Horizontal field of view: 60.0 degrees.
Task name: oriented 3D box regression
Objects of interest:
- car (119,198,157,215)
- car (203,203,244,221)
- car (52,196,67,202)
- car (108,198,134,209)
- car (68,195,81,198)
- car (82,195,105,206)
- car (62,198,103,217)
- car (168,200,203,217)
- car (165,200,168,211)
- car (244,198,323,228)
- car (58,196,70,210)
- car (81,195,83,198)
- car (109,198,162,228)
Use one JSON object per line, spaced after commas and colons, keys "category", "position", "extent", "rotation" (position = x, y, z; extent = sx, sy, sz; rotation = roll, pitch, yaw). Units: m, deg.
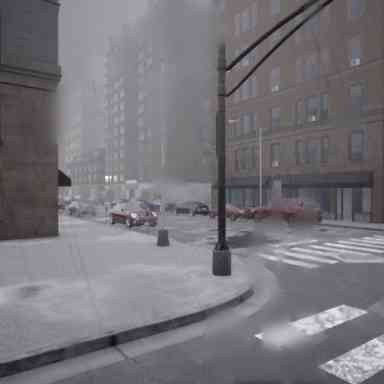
{"category": "car", "position": [-5.685, 1.454, 34.460], "extent": [1.882, 1.535, 5.008], "rotation": [0, 0, -35]}
{"category": "car", "position": [3.068, 1.569, 26.826], "extent": [1.802, 1.307, 4.206], "rotation": [0, 0, -35]}
{"category": "car", "position": [-28.690, 1.475, 72.020], "extent": [2.008, 1.369, 4.403], "rotation": [0, 0, -35]}
{"category": "car", "position": [-9.635, 1.530, 44.904], "extent": [1.947, 1.339, 4.313], "rotation": [0, 0, -35]}
{"category": "car", "position": [-20.770, 1.472, 55.946], "extent": [1.812, 1.442, 4.674], "rotation": [0, 0, -35]}
{"category": "car", "position": [-15.737, 1.455, 54.086], "extent": [1.837, 1.490, 4.892], "rotation": [0, 0, -35]}
{"category": "car", "position": [-10.247, 1.528, 30.945], "extent": [2.008, 1.369, 4.403], "rotation": [0, 0, -35]}
{"category": "car", "position": [-0.108, 1.548, 31.345], "extent": [1.947, 1.339, 4.313], "rotation": [0, 0, -35]}
{"category": "car", "position": [-3.284, 1.527, 35.865], "extent": [2.008, 1.369, 4.403], "rotation": [0, 0, -35]}
{"category": "car", "position": [6.244, 1.308, 22.306], "extent": [2.192, 1.841, 5.009], "rotation": [0, 0, -35]}
{"category": "car", "position": [-16.600, 1.510, 39.986], "extent": [1.887, 1.381, 4.507], "rotation": [0, 0, -35]}
{"category": "car", "position": [-19.771, 1.295, 59.771], "extent": [2.097, 1.767, 4.553], "rotation": [0, 0, -35]}
{"category": "car", "position": [-3.893, 1.429, 21.903], "extent": [1.967, 1.590, 4.097], "rotation": [0, 0, -35]}
